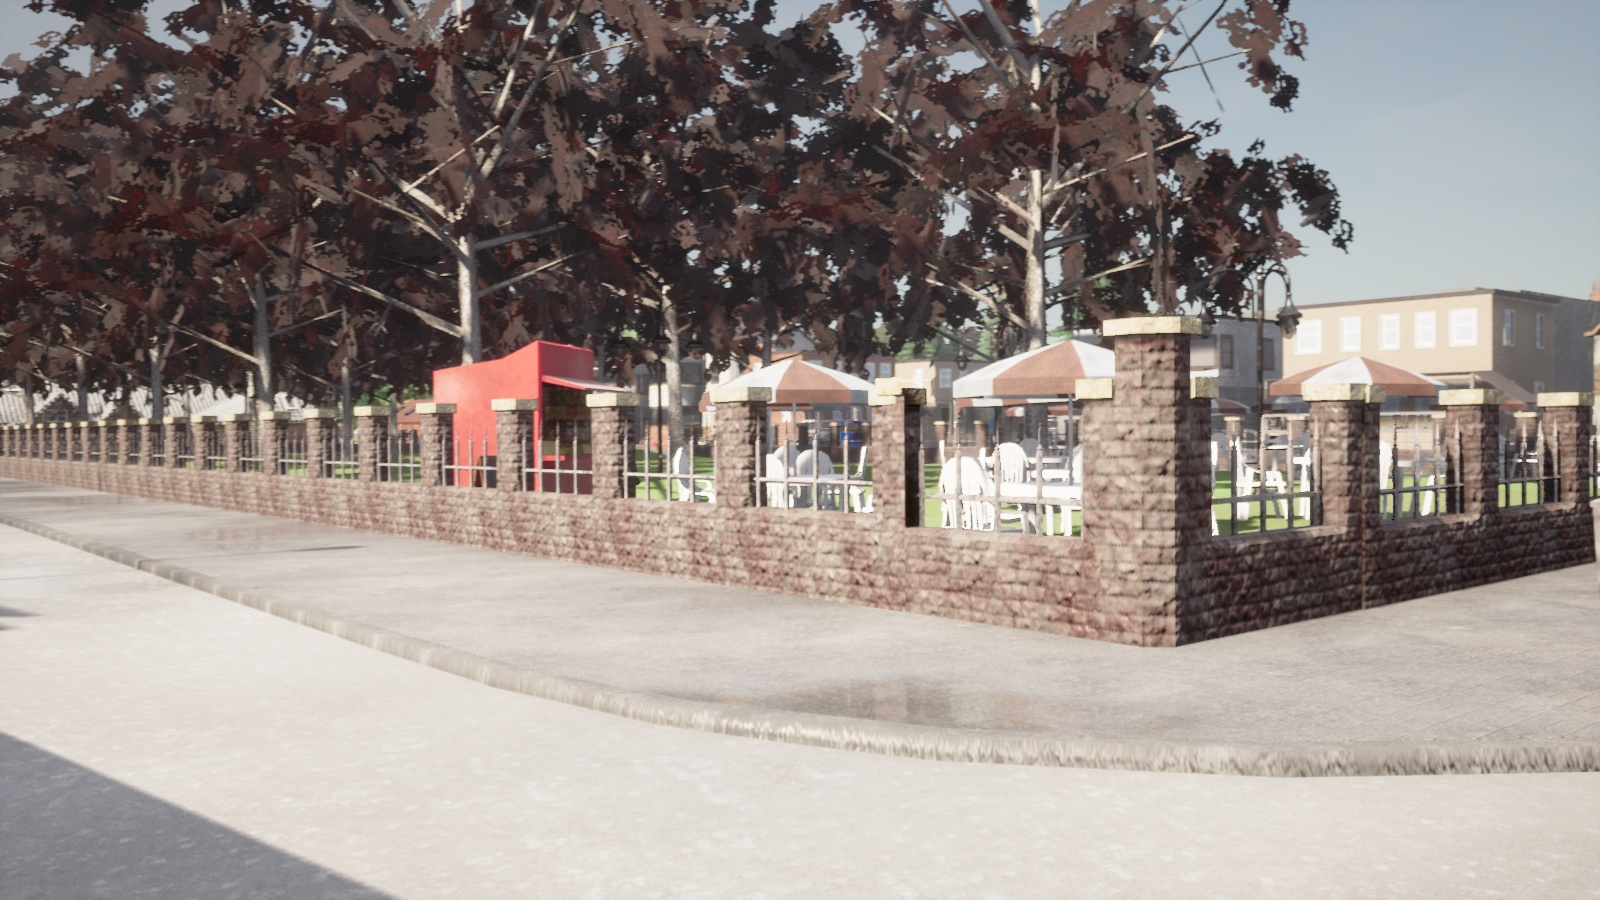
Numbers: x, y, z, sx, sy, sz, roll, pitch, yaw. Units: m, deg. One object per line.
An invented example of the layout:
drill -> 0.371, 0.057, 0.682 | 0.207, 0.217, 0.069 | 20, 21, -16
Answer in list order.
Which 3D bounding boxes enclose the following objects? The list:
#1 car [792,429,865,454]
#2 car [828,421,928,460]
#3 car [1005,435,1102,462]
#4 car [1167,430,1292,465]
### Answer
car -> 1.974, -0.623, 85.752 | 4.856, 1.649, 2.033 | -1, 1, -41
car -> 4.167, -0.555, 68.173 | 2.150, 2.045, 5.566 | -1, 1, -40
car -> 12.864, -0.120, 64.008 | 1.895, 1.301, 4.718 | -1, 1, -39
car -> 19.212, -0.151, 56.334 | 2.128, 1.511, 4.902 | -1, 1, -40
